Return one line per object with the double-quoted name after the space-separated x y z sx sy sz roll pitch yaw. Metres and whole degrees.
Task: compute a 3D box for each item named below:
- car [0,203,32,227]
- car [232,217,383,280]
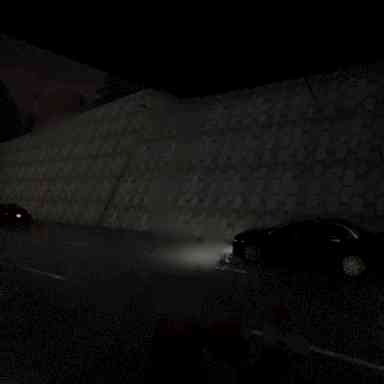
-12.411 1.443 21.918 4.181 1.385 1.994 0 0 37 "car"
3.569 1.515 10.083 4.892 1.490 1.837 0 0 37 "car"
